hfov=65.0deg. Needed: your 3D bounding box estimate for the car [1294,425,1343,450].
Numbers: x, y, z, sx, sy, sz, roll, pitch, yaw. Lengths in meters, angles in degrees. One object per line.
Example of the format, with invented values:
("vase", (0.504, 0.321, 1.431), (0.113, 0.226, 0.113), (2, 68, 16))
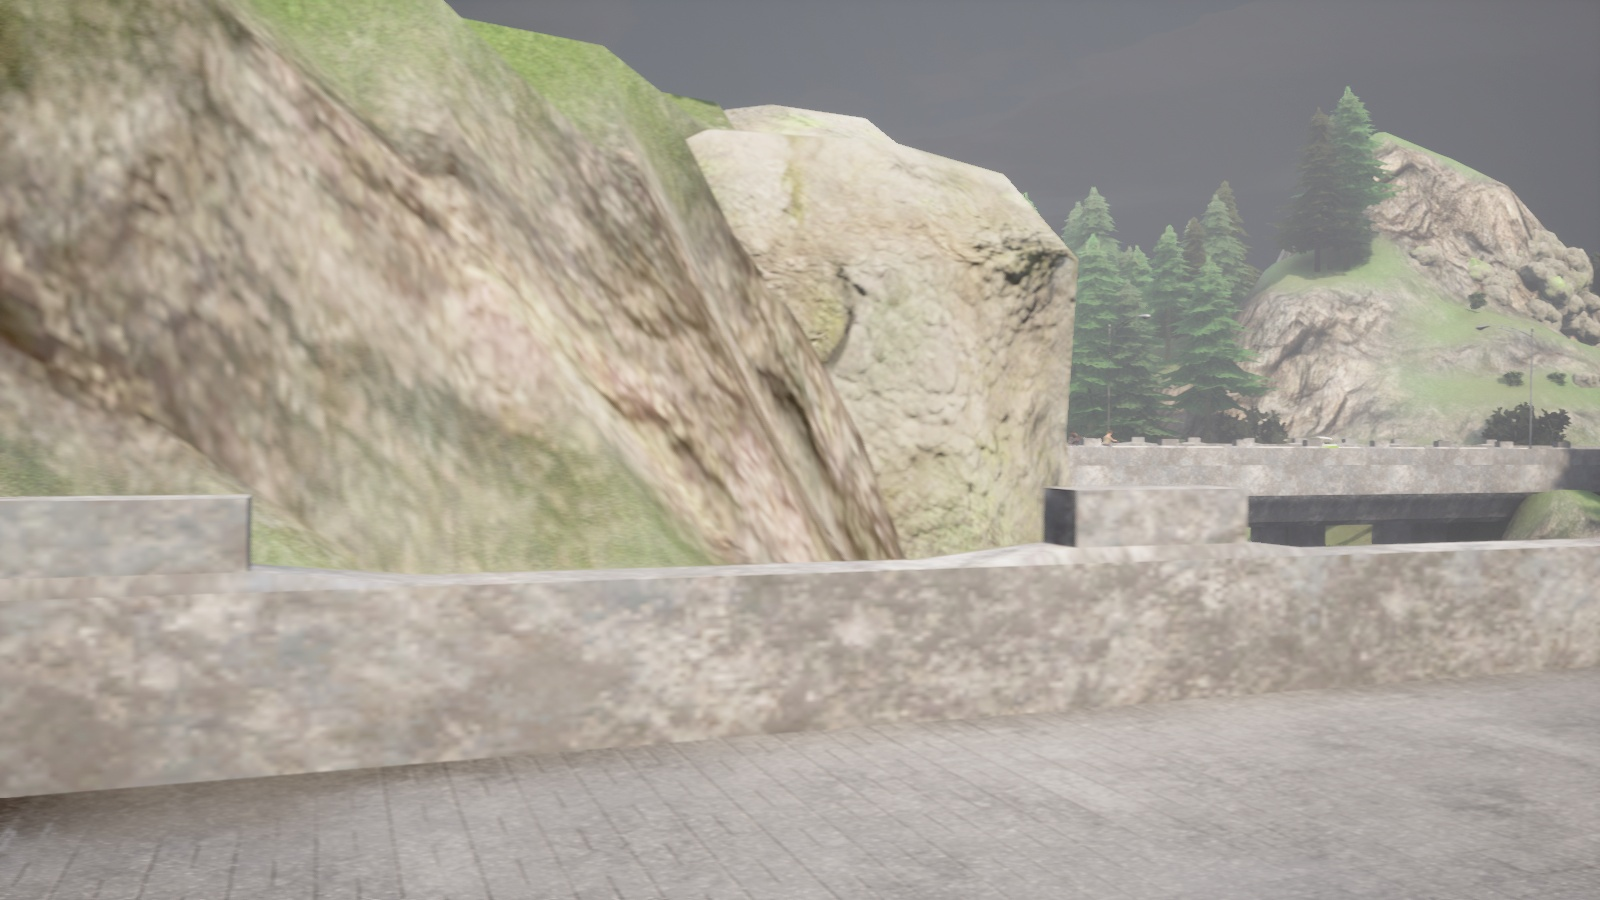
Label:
("car", (29.880, -0.737, 72.382), (2.207, 1.376, 1.481), (-1, 1, -21))
